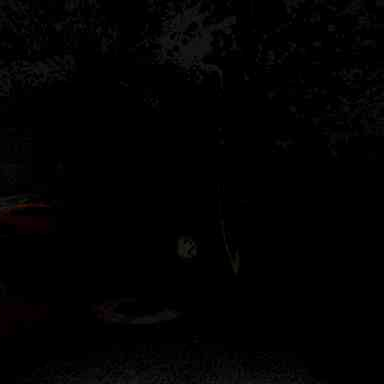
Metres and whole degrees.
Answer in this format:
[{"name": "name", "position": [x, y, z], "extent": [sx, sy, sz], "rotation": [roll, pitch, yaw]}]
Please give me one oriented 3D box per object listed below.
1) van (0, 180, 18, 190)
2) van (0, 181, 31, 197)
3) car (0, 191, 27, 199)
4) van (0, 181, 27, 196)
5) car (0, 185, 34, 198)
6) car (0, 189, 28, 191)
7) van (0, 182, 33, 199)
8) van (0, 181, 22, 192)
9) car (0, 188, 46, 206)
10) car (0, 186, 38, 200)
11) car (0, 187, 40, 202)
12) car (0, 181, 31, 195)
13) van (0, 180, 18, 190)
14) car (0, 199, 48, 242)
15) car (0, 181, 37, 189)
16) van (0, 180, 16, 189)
[{"name": "van", "position": [-41.846, -1.567, 74.908], "extent": [4.442, 1.987, 1.878], "rotation": [1, 1, -30]}, {"name": "van", "position": [-25.020, -0.416, 46.262], "extent": [4.442, 1.987, 1.878], "rotation": [1, 1, -30]}, {"name": "car", "position": [-8.346, 1.034, 17.695], "extent": [4.553, 1.767, 2.185], "rotation": [1, 2, -30]}, {"name": "van", "position": [-26.623, -0.516, 48.531], "extent": [4.442, 1.987, 1.878], "rotation": [1, 1, -30]}, {"name": "car", "position": [-23.721, -0.096, 43.823], "extent": [5.008, 1.535, 2.097], "rotation": [1, 1, -30]}, {"name": "car", "position": [-12.678, 0.798, 24.641], "extent": [5.366, 1.575, 1.946], "rotation": [1, 2, -30]}, {"name": "van", "position": [-22.402, -0.224, 41.360], "extent": [4.442, 1.987, 1.878], "rotation": [1, 2, -31]}, {"name": "van", "position": [-34.898, -1.092, 63.080], "extent": [4.442, 1.987, 1.878], "rotation": [1, 1, -30]}, {"name": "car", "position": [-16.747, 0.473, 31.880], "extent": [4.792, 1.488, 2.163], "rotation": [1, 2, -30]}, {"name": "car", "position": [-20.899, 0.134, 39.064], "extent": [4.792, 1.488, 2.163], "rotation": [1, 2, -30]}, {"name": "car", "position": [-19.563, 0.237, 36.790], "extent": [4.792, 1.488, 2.163], "rotation": [1, 2, -30]}, {"name": "car", "position": [-27.948, -0.636, 50.962], "extent": [5.566, 2.045, 2.435], "rotation": [1, 1, -30]}, {"name": "van", "position": [-40.507, -1.476, 72.629], "extent": [4.442, 1.987, 1.878], "rotation": [1, 1, -30]}, {"name": "car", "position": [-6.980, 1.279, 15.292], "extent": [5.008, 1.535, 2.097], "rotation": [1, 2, -30]}, {"name": "car", "position": [-15.286, 0.314, 29.515], "extent": [5.566, 2.045, 2.435], "rotation": [1, 2, -30]}, {"name": "van", "position": [-43.516, -1.672, 77.292], "extent": [4.442, 1.987, 1.878], "rotation": [1, 1, -30]}]
